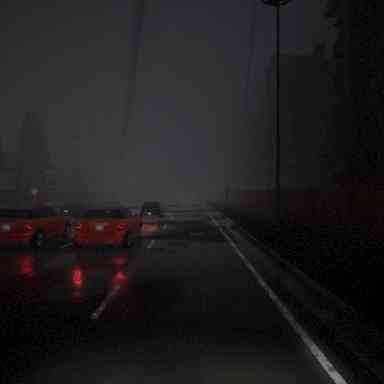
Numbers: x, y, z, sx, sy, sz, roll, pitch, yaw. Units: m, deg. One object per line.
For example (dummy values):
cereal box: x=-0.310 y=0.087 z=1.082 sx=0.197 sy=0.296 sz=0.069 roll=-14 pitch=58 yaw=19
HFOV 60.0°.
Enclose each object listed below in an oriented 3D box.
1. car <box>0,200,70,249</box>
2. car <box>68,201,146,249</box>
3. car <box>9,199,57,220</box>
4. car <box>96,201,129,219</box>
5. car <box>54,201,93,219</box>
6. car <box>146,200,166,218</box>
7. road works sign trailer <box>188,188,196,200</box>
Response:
car: x=-7.000 y=1.367 z=14.691 sx=2.097 sy=1.767 sz=4.553 roll=0 pitch=0 yaw=0
car: x=-3.500 y=1.367 z=14.691 sx=2.097 sy=1.767 sz=4.553 roll=0 pitch=0 yaw=0
car: x=-14.000 y=1.485 z=29.721 sx=1.882 sy=1.535 sz=5.008 roll=0 pitch=0 yaw=0
car: x=-7.000 y=1.573 z=29.721 sx=1.994 sy=1.385 sz=4.181 roll=0 pitch=0 yaw=0
car: x=-10.500 y=1.573 z=29.721 sx=1.994 sy=1.385 sz=4.181 roll=0 pitch=0 yaw=0
car: x=-3.500 y=1.517 z=29.721 sx=1.837 sy=1.490 sz=4.892 roll=0 pitch=0 yaw=0
road works sign trailer: x=0.000 y=0.464 z=94.168 sx=2.380 sy=3.560 sz=2.880 roll=0 pitch=0 yaw=0
